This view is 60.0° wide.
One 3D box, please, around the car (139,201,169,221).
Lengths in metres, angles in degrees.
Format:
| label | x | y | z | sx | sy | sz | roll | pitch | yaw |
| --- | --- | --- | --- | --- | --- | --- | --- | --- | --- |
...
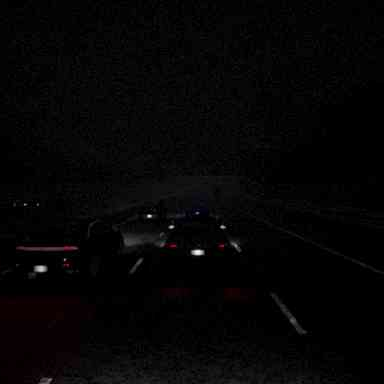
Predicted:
| label | x | y | z | sx | sy | sz | roll | pitch | yaw |
| --- | --- | --- | --- | --- | --- | --- | --- | --- | --- |
| car | -3.058 | 1.502 | 26.774 | 1.837 | 1.490 | 4.892 | 0 | 0 | 1 |

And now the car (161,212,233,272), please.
| label | x | y | z | sx | sy | sz | roll | pitch | yaw |
| --- | --- | --- | --- | --- | --- | --- | --- | --- | --- |
| car | 0.173 | 1.569 | 10.795 | 1.994 | 1.385 | 4.181 | 0 | 0 | 1 |

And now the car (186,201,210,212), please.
| label | x | y | z | sx | sy | sz | roll | pitch | yaw |
| --- | --- | --- | --- | --- | --- | --- | --- | --- | --- |
| car | 0.479 | 1.471 | 28.268 | 1.882 | 1.535 | 5.008 | 0 | 0 | 1 |

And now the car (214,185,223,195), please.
| label | x | y | z | sx | sy | sz | roll | pitch | yaw |
| --- | --- | --- | --- | --- | --- | --- | --- | --- | --- |
| car | 7.423 | -0.175 | 94.648 | 2.150 | 2.045 | 5.566 | 0 | 2 | 5 |

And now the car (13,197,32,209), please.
| label | x | y | z | sx | sy | sz | roll | pitch | yaw |
| --- | --- | --- | --- | --- | --- | --- | --- | --- | --- |
| car | -20.303 | 1.387 | 41.658 | 1.837 | 1.490 | 4.892 | 0 | 0 | 2 |

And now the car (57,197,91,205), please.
| label | x | y | z | sx | sy | sz | roll | pitch | yaw |
| --- | --- | --- | --- | --- | --- | --- | --- | --- | --- |
| car | -13.403 | 1.459 | 39.000 | 2.033 | 1.411 | 5.357 | 0 | 1 | 2 |

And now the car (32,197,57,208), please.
| label | x | y | z | sx | sy | sz | roll | pitch | yaw |
| --- | --- | --- | --- | --- | --- | --- | --- | --- | --- |
| car | -16.861 | 1.402 | 40.141 | 1.837 | 1.490 | 4.892 | 0 | 1 | 2 |

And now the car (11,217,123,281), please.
| label | x | y | z | sx | sy | sz | roll | pitch | yaw |
| --- | --- | --- | --- | --- | --- | --- | --- | --- | --- |
| car | -3.337 | 1.494 | 9.809 | 2.128 | 1.511 | 4.902 | 0 | 0 | 1 |
